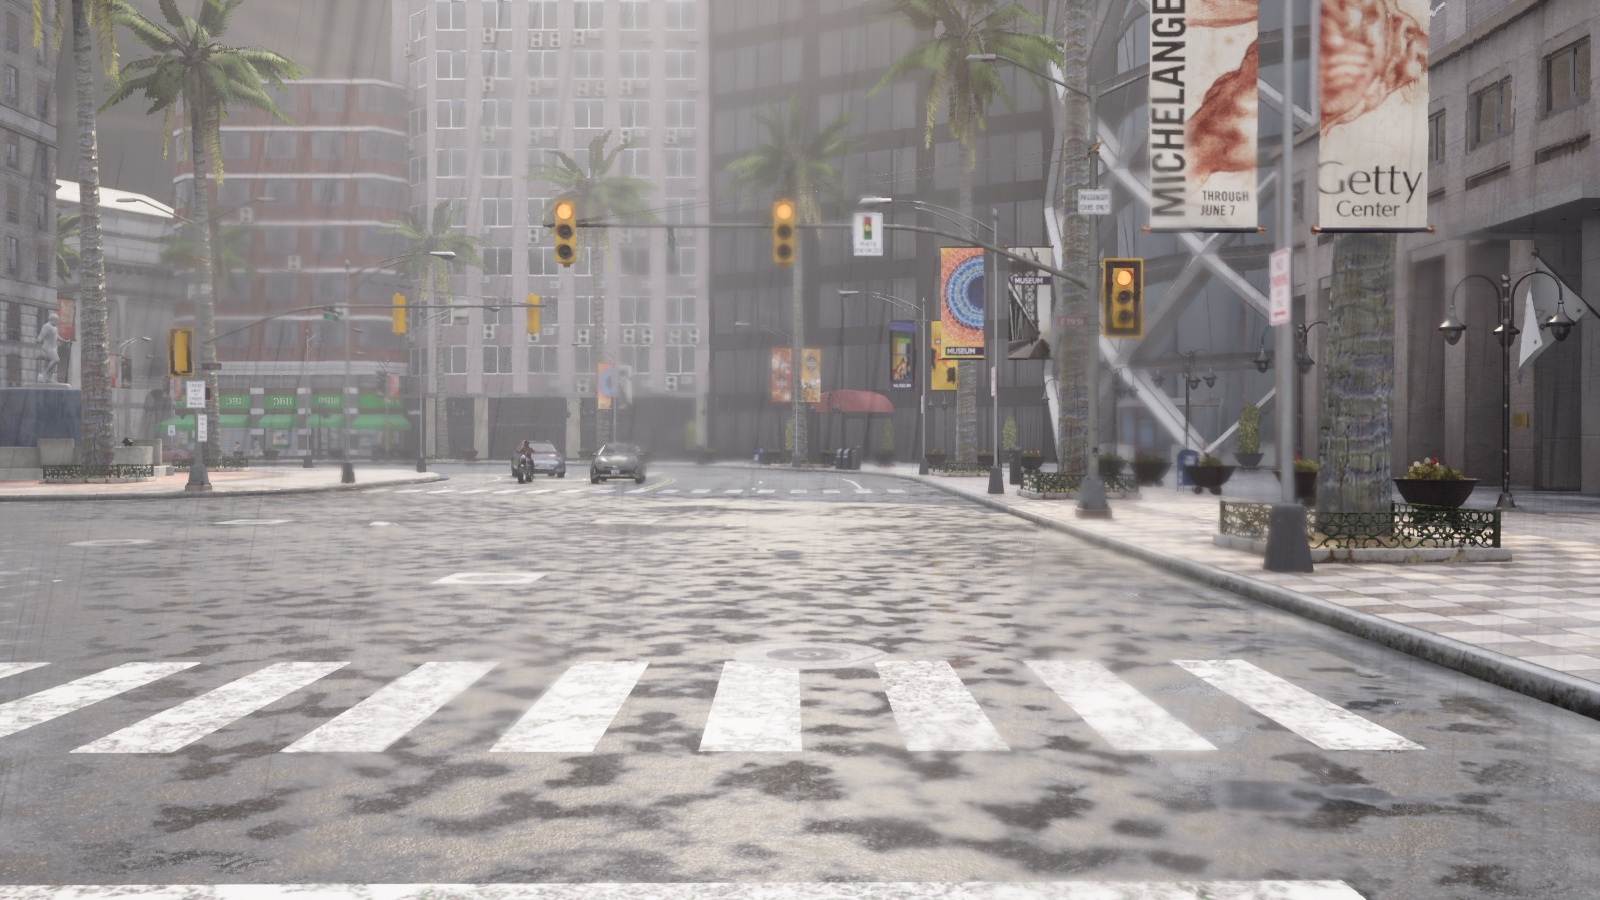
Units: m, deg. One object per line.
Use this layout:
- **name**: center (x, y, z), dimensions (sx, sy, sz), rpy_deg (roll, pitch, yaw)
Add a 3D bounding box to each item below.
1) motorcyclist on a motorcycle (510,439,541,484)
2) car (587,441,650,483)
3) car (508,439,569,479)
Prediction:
- **motorcyclist on a motorcycle**: center (-10.305, 0.422, 47.220), dimensions (0.766, 1.649, 2.350), rpy_deg (0, 0, -3)
- **car**: center (-6.828, 0.419, 47.699), dimensions (2.007, 1.525, 4.514), rpy_deg (0, 0, -4)
- **car**: center (-11.518, 0.356, 55.137), dimensions (2.033, 1.649, 4.856), rpy_deg (0, 0, -19)
